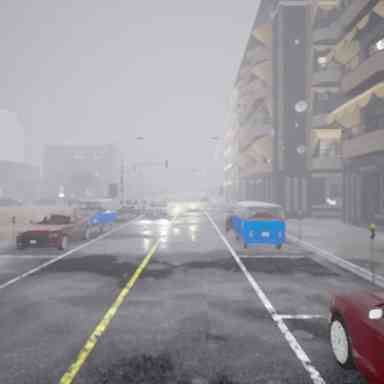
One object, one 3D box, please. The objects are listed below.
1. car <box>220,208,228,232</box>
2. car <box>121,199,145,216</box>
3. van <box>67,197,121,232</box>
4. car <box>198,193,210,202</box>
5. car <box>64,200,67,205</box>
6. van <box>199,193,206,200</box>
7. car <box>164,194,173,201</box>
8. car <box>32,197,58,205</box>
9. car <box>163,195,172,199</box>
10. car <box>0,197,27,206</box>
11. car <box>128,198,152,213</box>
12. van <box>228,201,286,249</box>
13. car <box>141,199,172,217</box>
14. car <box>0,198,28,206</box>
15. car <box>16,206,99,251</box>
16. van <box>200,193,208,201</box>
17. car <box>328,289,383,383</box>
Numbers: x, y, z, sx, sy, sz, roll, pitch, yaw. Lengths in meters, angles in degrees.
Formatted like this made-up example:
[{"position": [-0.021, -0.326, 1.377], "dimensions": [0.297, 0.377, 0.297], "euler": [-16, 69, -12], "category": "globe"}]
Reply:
[{"position": [2.706, 1.526, 19.730], "dimensions": [1.947, 1.339, 4.313], "euler": [1, 0, 0], "category": "car"}, {"position": [-5.636, 1.374, 30.991], "dimensions": [1.967, 1.590, 4.097], "euler": [1, 0, 0], "category": "car"}, {"position": [-5.638, 1.302, 19.699], "dimensions": [1.690, 1.788, 3.998], "euler": [1, 0, 0], "category": "van"}, {"position": [2.720, 1.372, 69.155], "dimensions": [2.008, 1.369, 4.403], "euler": [1, 0, 0], "category": "car"}, {"position": [-19.702, 1.563, 56.955], "dimensions": [4.403, 1.369, 2.008], "euler": [0, 0, 1], "category": "car"}, {"position": [2.728, 1.103, 85.896], "dimensions": [1.690, 1.788, 3.998], "euler": [1, 0, 0], "category": "van"}, {"position": [-5.657, 1.327, 80.282], "dimensions": [1.887, 1.381, 4.507], "euler": [1, 0, 0], "category": "car"}, {"position": [-25.184, 1.603, 57.032], "dimensions": [4.313, 1.339, 1.947], "euler": [0, 0, 1], "category": "car"}, {"position": [-5.660, 1.384, 74.701], "dimensions": [1.802, 1.307, 4.206], "euler": [1, 0, 0], "category": "car"}, {"position": [-26.364, 1.380, 48.410], "dimensions": [4.097, 1.590, 1.967], "euler": [0, 0, 1], "category": "car"}, {"position": [-5.636, 1.464, 36.637], "dimensions": [1.887, 1.381, 4.507], "euler": [1, 0, 0], "category": "car"}, {"position": [2.708, 1.314, 14.084], "dimensions": [1.690, 1.788, 3.998], "euler": [1, 0, 0], "category": "van"}, {"position": [-3.071, 1.537, 30.028], "dimensions": [1.895, 1.301, 4.718], "euler": [0, 0, 0], "category": "car"}, {"position": [-30.663, 1.645, 57.108], "dimensions": [4.206, 1.307, 1.802], "euler": [0, 0, 1], "category": "car"}, {"position": [-5.642, 1.518, 14.053], "dimensions": [1.887, 1.381, 4.507], "euler": [1, 0, 0], "category": "car"}, {"position": [2.724, 1.142, 74.733], "dimensions": [1.690, 1.788, 3.998], "euler": [1, 0, 0], "category": "van"}, {"position": [2.702, 1.540, 2.793], "dimensions": [1.887, 1.381, 4.507], "euler": [1, 0, 0], "category": "car"}]
